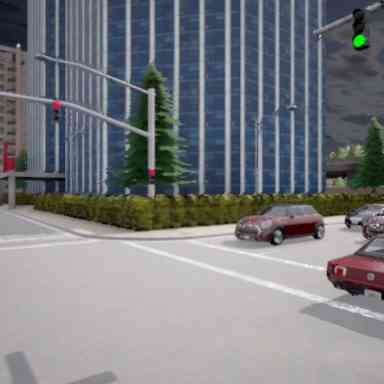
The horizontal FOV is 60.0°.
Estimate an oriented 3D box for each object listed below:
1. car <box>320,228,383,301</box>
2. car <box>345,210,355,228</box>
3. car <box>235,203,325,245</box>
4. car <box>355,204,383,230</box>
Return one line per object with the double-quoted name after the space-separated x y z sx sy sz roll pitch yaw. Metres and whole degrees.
5.141 1.604 7.411 4.718 1.301 1.895 0 0 -35 "car"
11.469 1.500 20.751 4.902 1.511 2.128 0 0 -36 "car"
4.168 1.357 15.557 4.553 1.767 2.097 0 0 -35 "car"
9.850 1.358 15.306 4.553 1.767 2.097 0 0 -35 "car"
